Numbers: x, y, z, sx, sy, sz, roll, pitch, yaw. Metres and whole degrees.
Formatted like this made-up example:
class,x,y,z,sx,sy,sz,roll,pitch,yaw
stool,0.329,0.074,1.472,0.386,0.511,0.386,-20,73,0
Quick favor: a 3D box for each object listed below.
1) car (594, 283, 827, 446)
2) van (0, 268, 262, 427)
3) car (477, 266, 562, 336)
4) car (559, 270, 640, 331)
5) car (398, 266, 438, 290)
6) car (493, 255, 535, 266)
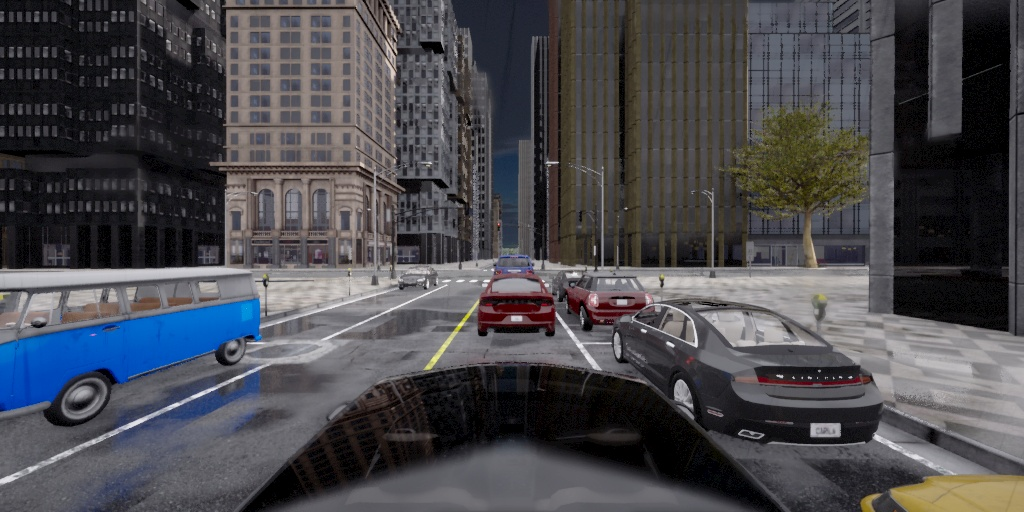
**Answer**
class,x,y,z,sx,sy,sz,roll,pitch,yaw
car,2.770,1.300,5.347,2.007,1.370,4.403,0,0,0
van,-5.755,1.090,5.362,1.690,1.789,3.998,0,0,0
car,0.109,1.226,10.375,1.882,1.535,5.008,0,0,0
car,2.781,1.188,10.989,1.967,1.591,4.097,0,0,0
car,-5.724,1.296,22.285,2.007,1.370,4.403,0,0,0
car,0.110,0.967,20.259,2.150,2.045,5.566,0,0,0
